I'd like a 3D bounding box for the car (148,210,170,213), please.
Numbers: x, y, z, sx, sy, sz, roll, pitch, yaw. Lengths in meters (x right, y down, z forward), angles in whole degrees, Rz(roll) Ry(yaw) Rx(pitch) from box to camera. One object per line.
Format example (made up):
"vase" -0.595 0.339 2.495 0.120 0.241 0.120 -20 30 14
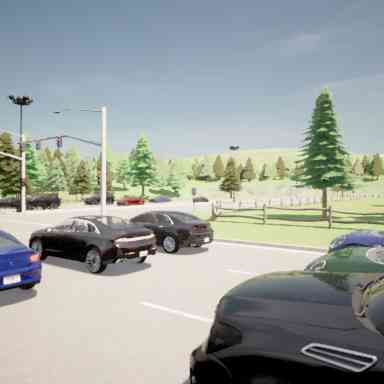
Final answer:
"car" -1.430 1.505 13.590 4.892 1.490 1.837 0 0 36

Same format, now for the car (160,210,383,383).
"car" 2.637 1.223 2.111 5.566 2.045 2.150 0 0 36

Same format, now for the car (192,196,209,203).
"car" 1.705 1.564 68.983 1.994 1.385 4.181 0 0 35

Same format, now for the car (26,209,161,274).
"car" -3.305 1.491 10.628 4.902 1.511 2.128 0 0 36

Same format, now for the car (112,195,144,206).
"car" -9.766 1.477 52.665 1.882 1.535 5.008 0 0 35

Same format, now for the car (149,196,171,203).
"car" -6.621 1.542 69.294 2.033 1.411 5.357 0 0 35

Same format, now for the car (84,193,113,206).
"car" -15.608 1.220 56.526 2.150 2.045 5.566 0 0 34

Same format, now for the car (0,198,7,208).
"car" -24.508 1.505 43.925 1.837 1.490 4.892 0 0 38

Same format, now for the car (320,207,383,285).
"car" 5.874 1.353 8.400 4.553 1.767 2.097 0 0 35

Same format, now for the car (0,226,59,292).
"car" -5.347 1.526 7.788 4.674 1.442 1.812 0 0 36

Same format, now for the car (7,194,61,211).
"car" -18.560 1.221 40.013 2.150 2.045 5.566 0 0 35

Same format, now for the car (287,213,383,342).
"car" 4.126 1.352 5.348 4.553 1.767 2.097 0 0 36
